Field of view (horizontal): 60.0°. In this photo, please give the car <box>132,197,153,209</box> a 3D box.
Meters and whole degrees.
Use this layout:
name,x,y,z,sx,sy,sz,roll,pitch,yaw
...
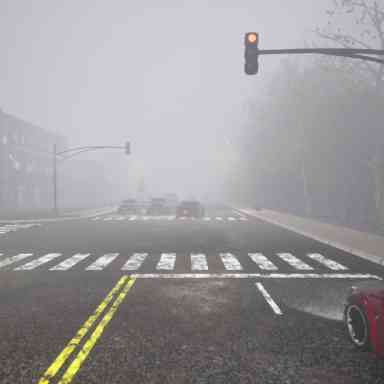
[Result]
name,x,y,z,sx,sy,sz,roll,pitch,yaw
car,-6.663,1.476,45.098,2.128,1.511,4.902,0,0,0

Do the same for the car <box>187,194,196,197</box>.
name,x,y,z,sx,sy,sz,roll,pitch,yaw
car,-0.006,1.577,62.023,1.895,1.301,4.718,0,0,0

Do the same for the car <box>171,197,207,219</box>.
name,x,y,z,sx,sy,sz,roll,pitch,yaw
car,-0.127,1.469,29.019,1.882,1.535,5.008,1,0,9

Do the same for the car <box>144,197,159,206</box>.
name,x,y,z,sx,sy,sz,roll,pitch,yaw
car,-6.668,1.506,55.231,1.812,1.442,4.674,0,0,0

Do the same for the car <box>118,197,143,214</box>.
name,x,y,z,sx,sy,sz,roll,pitch,yaw
car,-6.653,1.494,35.675,1.837,1.490,4.892,0,0,0

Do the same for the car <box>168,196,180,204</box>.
name,x,y,z,sx,sy,sz,roll,pitch,yaw
car,-3.406,1.523,64.569,2.033,1.411,5.357,0,0,0

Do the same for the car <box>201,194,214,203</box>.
name,x,y,z,sx,sy,sz,roll,pitch,yaw
car,3.235,1.576,66.113,1.895,1.301,4.718,0,0,0

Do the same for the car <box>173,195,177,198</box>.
name,x,y,z,sx,sy,sz,roll,pitch,yaw
car,-3.411,1.533,43.607,2.033,1.411,5.357,0,0,1

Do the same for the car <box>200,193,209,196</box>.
name,x,y,z,sx,sy,sz,roll,pitch,yaw
car,3.123,1.194,76.296,2.150,2.045,5.566,0,0,0

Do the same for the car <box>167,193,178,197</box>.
name,x,y,z,sx,sy,sz,roll,pitch,yaw
car,-3.425,1.202,53.965,2.150,2.045,5.566,0,0,1

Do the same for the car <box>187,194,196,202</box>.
name,x,y,z,sx,sy,sz,roll,pitch,yaw
car,-0.131,1.324,76.437,2.097,1.767,4.553,0,0,0

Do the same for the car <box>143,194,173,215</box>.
name,x,y,z,sx,sy,sz,roll,pitch,yaw
car,-3.403,1.342,34.133,2.097,1.767,4.553,0,0,0

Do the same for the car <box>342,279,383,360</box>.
name,x,y,z,sx,sy,sz,roll,pitch,yaw
car,3.347,1.563,3.531,1.994,1.385,4.181,0,0,0
